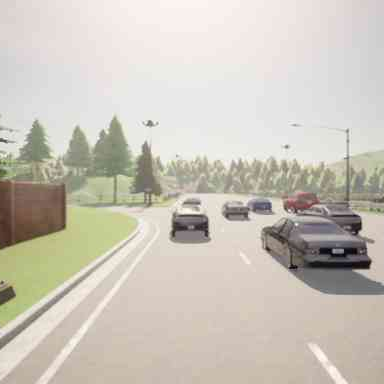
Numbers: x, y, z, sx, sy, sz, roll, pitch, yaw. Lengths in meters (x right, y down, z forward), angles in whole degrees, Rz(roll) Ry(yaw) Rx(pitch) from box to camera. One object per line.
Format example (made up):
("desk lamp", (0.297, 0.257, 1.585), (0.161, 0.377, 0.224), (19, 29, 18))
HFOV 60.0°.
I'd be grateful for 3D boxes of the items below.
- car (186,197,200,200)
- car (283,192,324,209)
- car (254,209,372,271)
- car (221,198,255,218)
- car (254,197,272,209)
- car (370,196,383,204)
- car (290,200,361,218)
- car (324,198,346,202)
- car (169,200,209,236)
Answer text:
("car", (0.084, 1.303, 35.137), (1.882, 1.535, 5.008), (0, 0, 0))
("car", (10.586, 1.060, 32.625), (2.150, 2.045, 5.566), (0, 0, 0))
("car", (3.595, 1.494, 10.703), (2.033, 1.411, 5.357), (0, 0, 0))
("car", (3.586, 1.407, 28.188), (2.033, 1.411, 5.357), (0, 0, 0))
("car", (7.084, 1.303, 35.144), (1.882, 1.535, 5.008), (0, 0, 0))
("car", (30.932, 1.218, 52.564), (5.008, 1.535, 1.882), (0, 0, 29))
("car", (7.092, 1.404, 17.578), (2.128, 1.511, 4.902), (0, 0, 0))
("car", (14.084, 1.325, 33.522), (2.128, 1.511, 4.902), (0, 0, 0))
("car", (-0.187, 1.403, 17.711), (2.128, 1.511, 4.902), (0, 0, -3))
